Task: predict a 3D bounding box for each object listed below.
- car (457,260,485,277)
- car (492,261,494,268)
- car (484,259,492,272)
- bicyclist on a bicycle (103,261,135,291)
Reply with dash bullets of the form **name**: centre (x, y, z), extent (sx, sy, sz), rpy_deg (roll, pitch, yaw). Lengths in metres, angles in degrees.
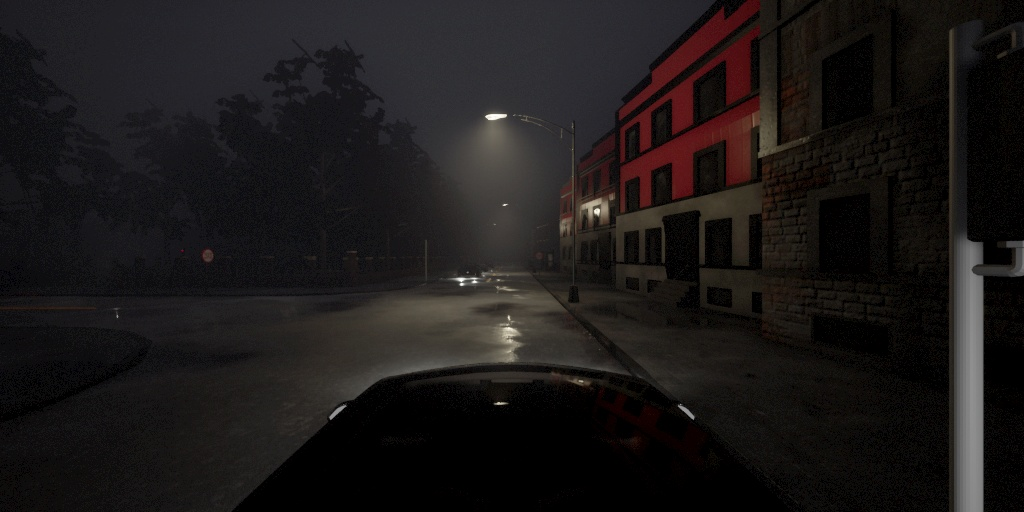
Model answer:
- **car**: centre (-4.035, 1.314, 34.656), extent (1.994, 1.385, 4.181), rpy_deg (0, 0, 0)
- **car**: centre (-3.946, 1.227, 57.321), extent (1.882, 1.535, 5.008), rpy_deg (0, 0, 1)
- **car**: centre (-4.013, 1.297, 45.183), extent (2.033, 1.411, 5.357), rpy_deg (0, 0, 0)
- **bicyclist on a bicycle**: centre (-21.814, 1.099, 19.934), extent (0.582, 1.620, 1.656), rpy_deg (0, 0, 0)
